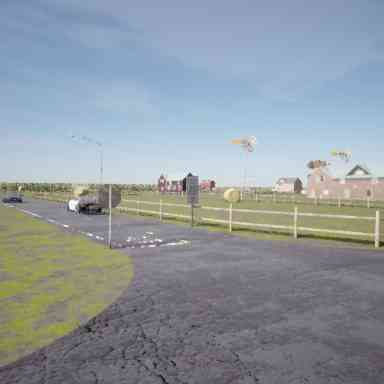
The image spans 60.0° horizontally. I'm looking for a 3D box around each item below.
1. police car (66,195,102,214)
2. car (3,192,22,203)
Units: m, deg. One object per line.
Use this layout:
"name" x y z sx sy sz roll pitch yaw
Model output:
"police car" -9.689 1.074 29.493 2.038 1.542 4.974 1 0 -36
"car" -24.673 0.746 45.651 1.994 1.385 4.181 1 1 -36
